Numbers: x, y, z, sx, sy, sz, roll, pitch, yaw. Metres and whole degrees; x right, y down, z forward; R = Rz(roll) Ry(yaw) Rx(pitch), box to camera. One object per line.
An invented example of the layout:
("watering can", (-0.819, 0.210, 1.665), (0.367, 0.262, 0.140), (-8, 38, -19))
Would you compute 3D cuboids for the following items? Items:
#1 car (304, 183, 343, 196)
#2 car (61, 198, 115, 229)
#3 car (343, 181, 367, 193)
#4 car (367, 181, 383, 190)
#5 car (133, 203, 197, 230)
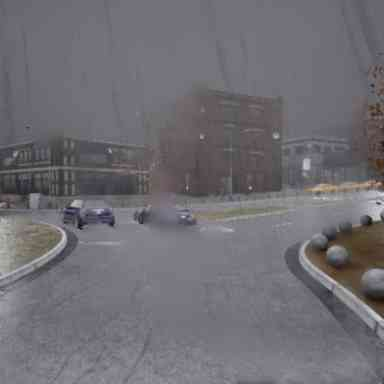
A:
("car", (17.473, -0.402, 45.039), (5.366, 1.575, 1.946), (-4, 3, -30))
("car", (-6.369, 1.121, 20.037), (2.097, 1.767, 4.553), (0, 1, -35))
("car", (22.247, -0.764, 47.793), (5.366, 1.575, 1.946), (-4, 3, -30))
("car", (27.017, -1.123, 50.558), (5.366, 1.575, 1.946), (-4, 3, -30))
("car", (-1.721, 1.325, 19.402), (2.033, 1.411, 5.357), (0, 1, -30))
